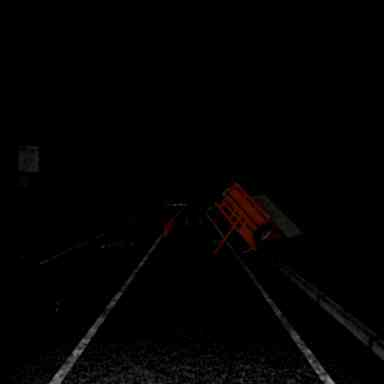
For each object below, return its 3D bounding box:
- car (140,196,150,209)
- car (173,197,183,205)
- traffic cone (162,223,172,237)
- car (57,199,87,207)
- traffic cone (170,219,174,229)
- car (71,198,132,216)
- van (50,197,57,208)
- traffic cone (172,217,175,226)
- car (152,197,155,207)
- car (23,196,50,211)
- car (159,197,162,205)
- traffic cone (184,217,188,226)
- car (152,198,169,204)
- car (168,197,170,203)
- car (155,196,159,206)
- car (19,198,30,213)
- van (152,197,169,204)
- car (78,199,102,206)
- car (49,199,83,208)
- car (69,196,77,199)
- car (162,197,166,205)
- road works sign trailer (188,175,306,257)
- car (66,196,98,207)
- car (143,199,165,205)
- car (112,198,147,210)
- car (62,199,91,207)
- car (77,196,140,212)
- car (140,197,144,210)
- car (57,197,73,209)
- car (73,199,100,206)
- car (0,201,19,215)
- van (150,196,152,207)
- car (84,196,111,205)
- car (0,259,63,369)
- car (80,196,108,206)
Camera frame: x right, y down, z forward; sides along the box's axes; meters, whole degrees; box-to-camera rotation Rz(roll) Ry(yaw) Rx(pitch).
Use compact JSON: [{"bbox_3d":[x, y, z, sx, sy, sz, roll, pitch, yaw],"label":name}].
[{"bbox_3d":[-8.864,1.516,44.116,5.566,2.045,2.435,0,-1,0],"label":"car"},{"bbox_3d":[-3.232,2.436,85.491,1.882,1.535,5.008,0,-1,0],"label":"car"},{"bbox_3d":[-1.376,2.041,17.437,0.340,0.580,0.340,0,0,0],"label":"traffic cone"},{"bbox_3d":[-21.897,2.042,60.780,4.792,1.488,2.163,0,-1,0],"label":"car"},{"bbox_3d":[-1.376,2.051,19.437,0.340,0.580,0.340,0,0,0],"label":"traffic cone"},{"bbox_3d":[-8.835,1.642,32.903,4.892,1.521,2.231,0,-1,0],"label":"car"},{"bbox_3d":[-22.032,1.579,46.856,4.442,1.987,1.878,0,-1,0],"label":"van"},{"bbox_3d":[-1.375,2.061,21.437,0.340,0.580,0.340,0,0,0],"label":"traffic cone"},{"bbox_3d":[-8.833,1.890,52.520,4.892,1.521,2.231,0,-1,0],"label":"car"},{"bbox_3d":[-21.884,1.642,44.075,4.553,1.767,2.185,0,-1,0],"label":"car"},{"bbox_3d":[-8.876,1.762,60.933,5.566,2.045,2.435,0,-1,0],"label":"car"},{"bbox_3d":[-0.374,2.071,23.438,0.340,0.580,0.340,0,0,0],"label":"traffic cone"},{"bbox_3d":[-8.918,2.469,94.562,4.553,1.767,2.185,0,-1,0],"label":"car"},{"bbox_3d":[-8.847,2.473,86.151,4.792,1.488,2.163,0,-1,0],"label":"car"},{"bbox_3d":[-8.839,1.972,58.126,5.008,1.535,2.097,0,-1,0],"label":"car"},{"bbox_3d":[-21.919,1.738,38.505,4.674,1.452,2.002,0,-1,0],"label":"car"},{"bbox_3d":[-8.766,2.319,91.762,4.442,1.987,1.878,0,-1,0],"label":"van"},{"bbox_3d":[-21.937,2.227,71.794,4.674,1.452,2.002,0,-1,0],"label":"car"},{"bbox_3d":[-21.918,1.971,57.995,5.008,1.535,2.097,0,-1,0],"label":"car"},{"bbox_3d":[-21.735,1.927,55.210,5.366,1.575,1.946,0,-1,0],"label":"car"},{"bbox_3d":[-8.855,2.191,72.141,5.008,1.535,2.097,0,-1,0],"label":"car"},{"bbox_3d":[2.369,1.128,12.298,3.560,2.880,2.380,-5,45,-44],"label":"road works sign trailer"},{"bbox_3d":[-21.905,1.846,66.352,5.566,2.045,2.435,0,-1,0],"label":"car"},{"bbox_3d":[-8.896,2.321,77.743,4.792,1.488,2.163,0,-1,0],"label":"car"},{"bbox_3d":[-8.804,1.680,46.915,4.553,1.767,2.185,0,-1,0],"label":"car"},{"bbox_3d":[-21.959,2.083,63.564,4.792,1.488,2.163,0,-1,0],"label":"car"},{"bbox_3d":[-8.867,1.416,35.706,5.566,2.045,2.435,0,-1,0],"label":"car"},{"bbox_3d":[-8.842,1.730,41.307,4.892,1.521,2.231,0,-1,0],"label":"car"},{"bbox_3d":[-21.916,1.928,52.424,4.674,1.452,2.002,0,-1,0],"label":"car"},{"bbox_3d":[-21.931,2.143,69.134,5.008,1.535,2.097,0,-1,0],"label":"car"},{"bbox_3d":[-21.924,1.667,35.718,5.008,1.535,2.097,0,0,0],"label":"car"},{"bbox_3d":[-8.721,1.621,49.720,4.442,1.987,1.878,0,-1,0],"label":"van"},{"bbox_3d":[-21.918,2.034,77.367,5.566,2.045,2.435,0,-1,0],"label":"car"},{"bbox_3d":[-3.249,1.585,4.140,1.994,1.385,4.181,0,0,0],"label":"car"},{"bbox_3d":[-21.914,1.986,74.706,5.566,2.045,2.435,0,-1,0],"label":"car"}]
